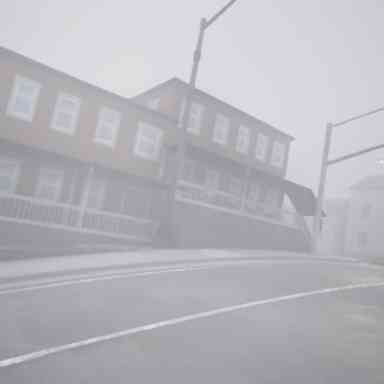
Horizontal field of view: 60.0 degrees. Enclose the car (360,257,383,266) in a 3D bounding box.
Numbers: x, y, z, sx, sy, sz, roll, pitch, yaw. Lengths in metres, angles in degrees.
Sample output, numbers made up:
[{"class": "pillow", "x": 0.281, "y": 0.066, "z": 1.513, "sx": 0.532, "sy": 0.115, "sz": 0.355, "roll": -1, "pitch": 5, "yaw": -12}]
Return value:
[{"class": "car", "x": 16.290, "y": 6.592, "z": 30.465, "sx": 1.895, "sy": 1.301, "sz": 4.718, "roll": 15, "pitch": -17, "yaw": -35}]
